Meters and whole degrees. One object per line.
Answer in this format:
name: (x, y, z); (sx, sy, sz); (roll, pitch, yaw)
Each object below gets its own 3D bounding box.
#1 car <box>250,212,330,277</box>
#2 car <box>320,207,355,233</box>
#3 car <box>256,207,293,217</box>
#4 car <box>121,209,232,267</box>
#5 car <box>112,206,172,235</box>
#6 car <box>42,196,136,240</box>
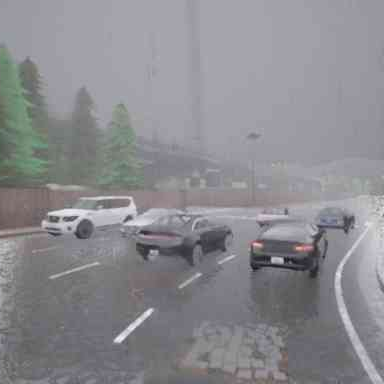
car: (3.137, 1.575, 10.471); (1.812, 1.442, 4.674); (0, 0, 25)
car: (8.817, 1.658, 20.482); (2.033, 1.411, 5.357); (0, 0, 31)
car: (5.952, 1.700, 22.481); (1.895, 1.301, 4.718); (0, 0, 31)
car: (-0.049, 1.525, 11.707); (2.128, 1.511, 4.902); (0, 0, 25)
car: (-1.642, 1.564, 16.927); (1.812, 1.442, 4.674); (0, 0, 29)
car: (-5.155, 1.240, 17.804); (2.150, 2.045, 5.566); (0, 0, 28)
